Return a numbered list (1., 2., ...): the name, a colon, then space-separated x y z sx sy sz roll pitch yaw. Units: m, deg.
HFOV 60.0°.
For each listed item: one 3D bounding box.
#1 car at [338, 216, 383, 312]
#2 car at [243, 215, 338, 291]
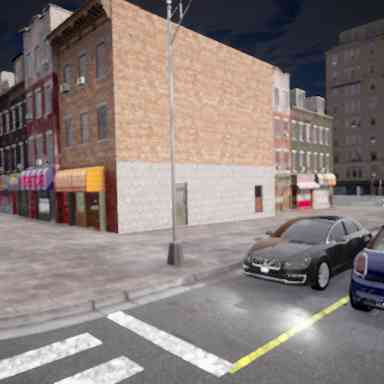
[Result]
1. car: 4.943 1.287 6.633 4.553 1.767 2.097 -1 1 -44
2. car: 3.335 1.438 9.047 4.892 1.490 1.837 -1 1 -44
